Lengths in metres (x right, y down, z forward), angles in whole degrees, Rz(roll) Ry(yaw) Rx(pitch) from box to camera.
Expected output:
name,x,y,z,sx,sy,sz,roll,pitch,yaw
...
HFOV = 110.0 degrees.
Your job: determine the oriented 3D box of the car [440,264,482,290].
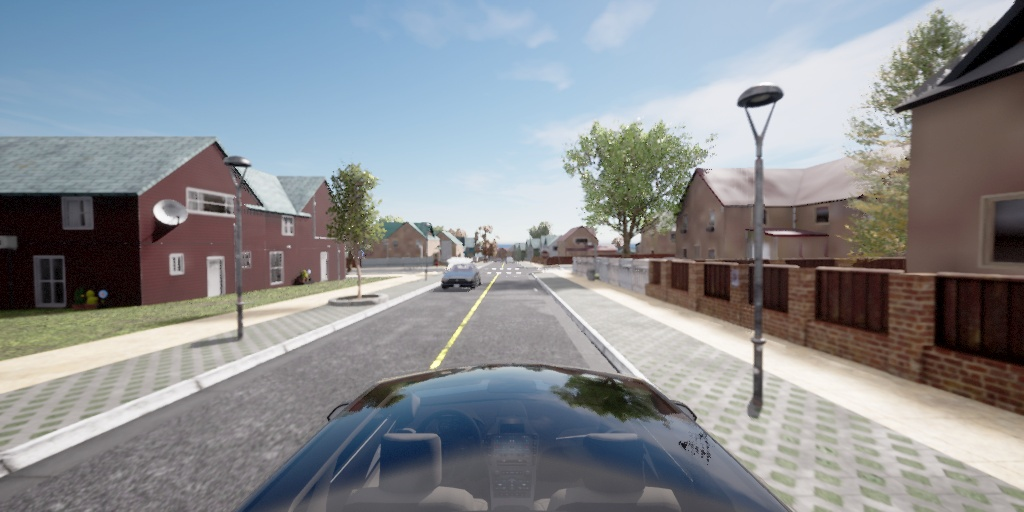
name,x,y,z,sx,sy,sz,roll,pitch,yaw
car,-2.839,1.158,21.117,2.033,1.411,5.357,0,0,0
